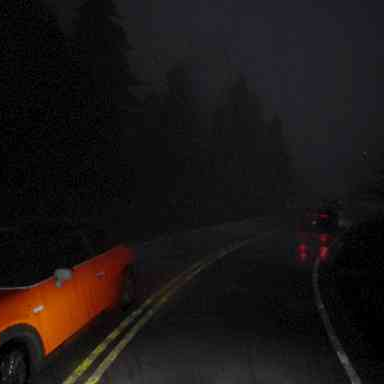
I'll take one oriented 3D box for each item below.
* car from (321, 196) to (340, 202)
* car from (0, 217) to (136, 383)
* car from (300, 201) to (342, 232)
[{"bbox_3d":[16.528,1.185,39.737,1.812,1.442,4.674,-1,4,16],"label":"car"},{"bbox_3d":[-2.478,1.278,4.761,2.097,1.767,4.553,1,1,11],"label":"car"},{"bbox_3d":[8.308,1.597,21.497,2.128,1.511,4.902,3,1,29],"label":"car"}]
